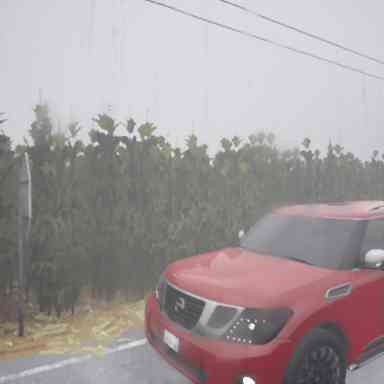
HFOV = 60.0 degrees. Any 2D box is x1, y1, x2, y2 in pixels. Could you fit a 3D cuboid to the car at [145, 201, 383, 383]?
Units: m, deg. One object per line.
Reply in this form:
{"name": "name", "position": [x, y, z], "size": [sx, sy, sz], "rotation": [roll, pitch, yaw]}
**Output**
{"name": "car", "position": [2.093, 1.184, 4.989], "size": [5.566, 2.045, 2.150], "rotation": [0, 0, -33]}
